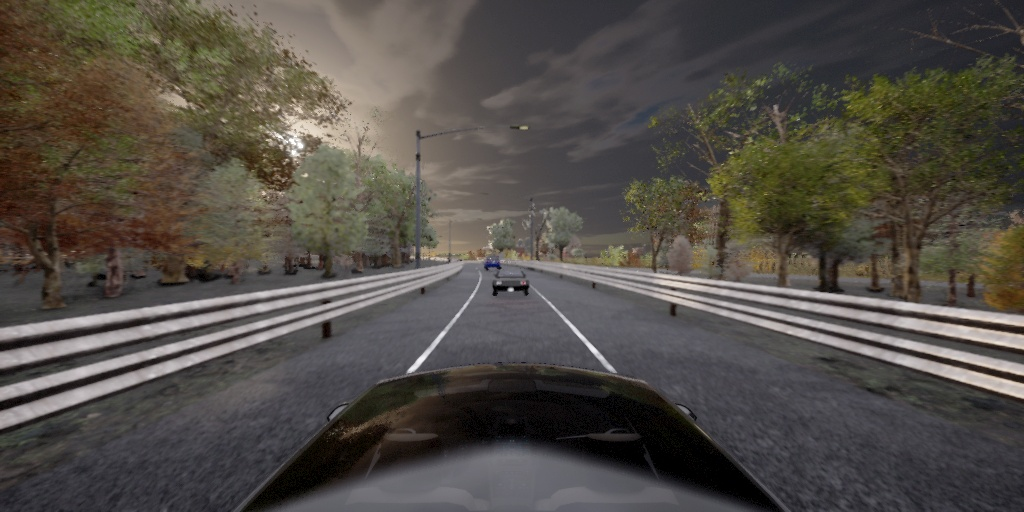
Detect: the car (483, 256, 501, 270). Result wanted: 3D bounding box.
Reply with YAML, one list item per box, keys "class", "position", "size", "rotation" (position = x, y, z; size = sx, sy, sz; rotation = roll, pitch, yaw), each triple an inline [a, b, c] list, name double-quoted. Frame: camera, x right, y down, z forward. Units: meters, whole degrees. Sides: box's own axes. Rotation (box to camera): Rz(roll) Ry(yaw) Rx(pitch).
- class: "car"
  position: [-2.934, 1.002, 52.143]
  size: [2.150, 2.045, 5.566]
  rotation: [0, 0, -8]

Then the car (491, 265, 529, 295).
- class: "car"
  position: [-0.144, 1.374, 20.026]
  size: [1.895, 1.301, 4.718]
  rotation: [0, 0, -2]
